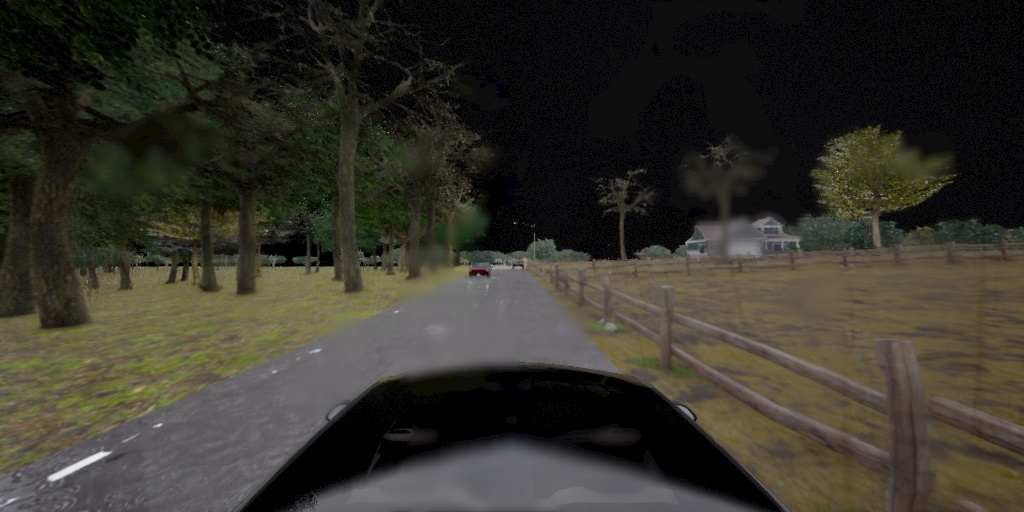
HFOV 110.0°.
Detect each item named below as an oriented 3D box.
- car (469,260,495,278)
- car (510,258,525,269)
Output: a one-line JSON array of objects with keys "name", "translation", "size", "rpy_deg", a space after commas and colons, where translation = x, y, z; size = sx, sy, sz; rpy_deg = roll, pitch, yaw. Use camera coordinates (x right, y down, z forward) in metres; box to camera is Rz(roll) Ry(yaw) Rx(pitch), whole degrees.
[{"name": "car", "translation": [-2.841, 1.300, 32.846], "size": [1.895, 1.301, 4.718], "rpy_deg": [0, 0, 0]}, {"name": "car", "translation": [0.967, 1.195, 55.698], "size": [1.837, 1.490, 4.892], "rpy_deg": [0, 0, 0]}]
